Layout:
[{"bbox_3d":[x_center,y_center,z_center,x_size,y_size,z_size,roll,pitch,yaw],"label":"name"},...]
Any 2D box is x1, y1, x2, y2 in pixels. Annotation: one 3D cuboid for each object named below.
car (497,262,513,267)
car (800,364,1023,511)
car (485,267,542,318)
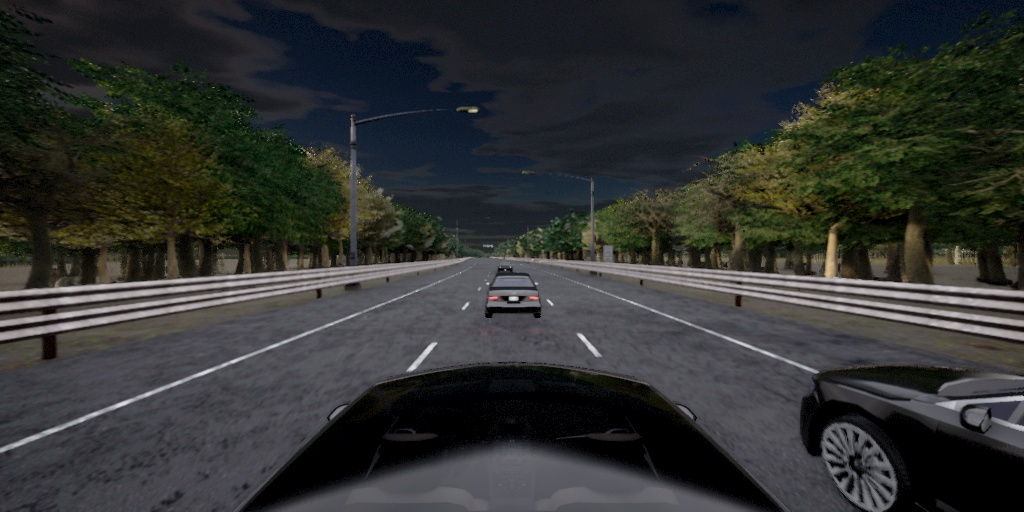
[{"bbox_3d":[-0.881,1.355,44.612,1.895,1.301,4.718,0,0,-2],"label":"car"},{"bbox_3d":[3.586,1.240,1.326,2.128,1.511,4.902,0,0,0],"label":"car"},{"bbox_3d":[0.014,1.298,13.018,2.033,1.411,5.357,0,0,-1],"label":"car"}]
